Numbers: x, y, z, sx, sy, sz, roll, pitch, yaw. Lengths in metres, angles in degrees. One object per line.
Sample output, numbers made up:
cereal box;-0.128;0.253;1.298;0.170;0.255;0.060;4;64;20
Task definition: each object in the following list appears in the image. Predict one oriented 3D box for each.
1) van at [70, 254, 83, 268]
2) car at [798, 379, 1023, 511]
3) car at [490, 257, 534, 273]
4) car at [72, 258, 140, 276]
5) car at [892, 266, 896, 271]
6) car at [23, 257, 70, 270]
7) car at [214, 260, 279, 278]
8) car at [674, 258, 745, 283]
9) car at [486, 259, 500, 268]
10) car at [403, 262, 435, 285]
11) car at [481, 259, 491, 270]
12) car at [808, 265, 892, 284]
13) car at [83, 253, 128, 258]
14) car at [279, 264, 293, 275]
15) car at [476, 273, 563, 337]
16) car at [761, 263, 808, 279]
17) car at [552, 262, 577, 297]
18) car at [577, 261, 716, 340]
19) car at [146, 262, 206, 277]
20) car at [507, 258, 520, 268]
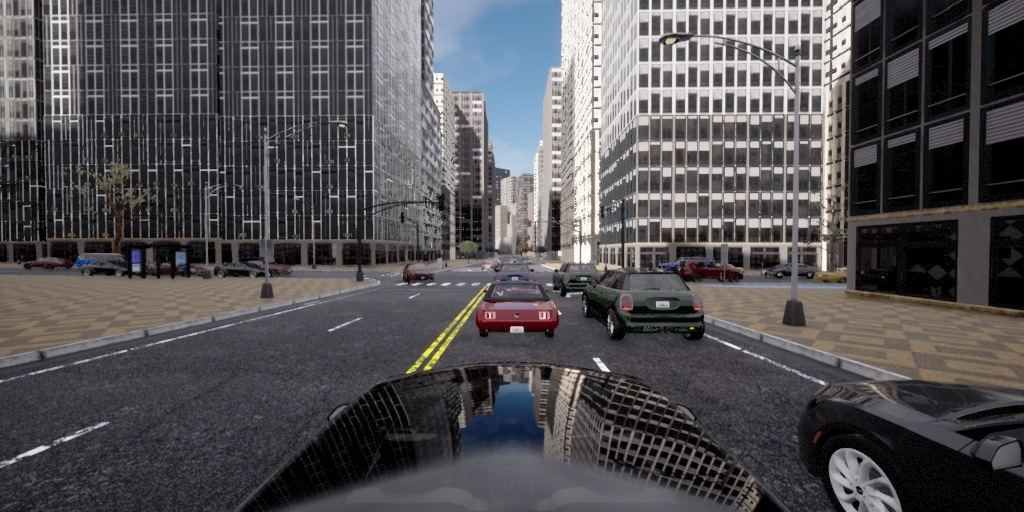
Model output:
van;-45.218;0.602;39.293;3.998;1.789;1.690;0;0;1
car;3.342;1.255;1.036;1.837;1.490;4.892;0;0;0
car;0.131;1.091;19.180;2.097;1.767;4.553;0;0;0
car;-34.043;1.067;30.611;4.313;1.339;1.948;0;0;1
car;33.162;1.683;29.358;4.207;1.307;1.802;0;0;1
car;-50.900;0.791;39.420;4.207;1.307;1.802;0;0;1
car;-22.679;1.172;30.283;4.313;1.339;1.948;0;0;1
car;16.245;1.267;29.681;5.009;1.841;2.192;0;0;1
car;-3.215;1.247;60.343;2.033;1.411;5.357;0;0;0
car;-6.947;1.233;26.683;1.882;1.535;5.008;2;-1;-21
car;-3.238;1.237;50.655;1.812;1.442;4.674;0;0;0
car;27.693;1.577;29.463;4.829;1.417;1.751;0;0;1
car;-36.138;0.791;33.292;4.553;1.767;2.097;1;1;1
car;-22.767;1.087;32.991;4.674;1.442;1.812;0;1;1
car;0.113;1.346;10.187;1.895;1.301;4.718;0;0;0
car;27.223;1.446;35.245;4.902;1.511;2.128;1;1;1
car;3.380;1.091;19.028;2.097;1.767;4.553;0;0;0
car;3.357;1.097;10.091;2.097;1.767;4.553;0;0;0
car;-28.363;1.136;30.427;4.207;1.307;1.802;0;0;1
car;0.213;1.188;63.153;2.128;1.511;4.902;0;0;0
